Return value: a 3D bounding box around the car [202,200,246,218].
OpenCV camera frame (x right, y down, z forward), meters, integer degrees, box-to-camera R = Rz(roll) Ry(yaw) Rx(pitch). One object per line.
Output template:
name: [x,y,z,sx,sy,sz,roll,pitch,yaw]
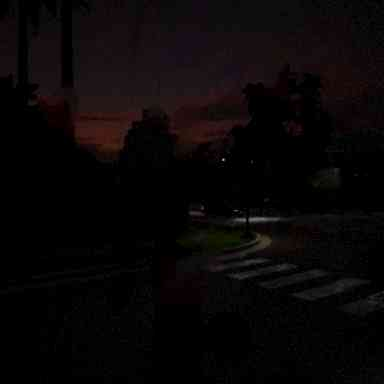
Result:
car: [2.856,1.495,30.447,1.837,1.490,4.892,-1,0,-36]
